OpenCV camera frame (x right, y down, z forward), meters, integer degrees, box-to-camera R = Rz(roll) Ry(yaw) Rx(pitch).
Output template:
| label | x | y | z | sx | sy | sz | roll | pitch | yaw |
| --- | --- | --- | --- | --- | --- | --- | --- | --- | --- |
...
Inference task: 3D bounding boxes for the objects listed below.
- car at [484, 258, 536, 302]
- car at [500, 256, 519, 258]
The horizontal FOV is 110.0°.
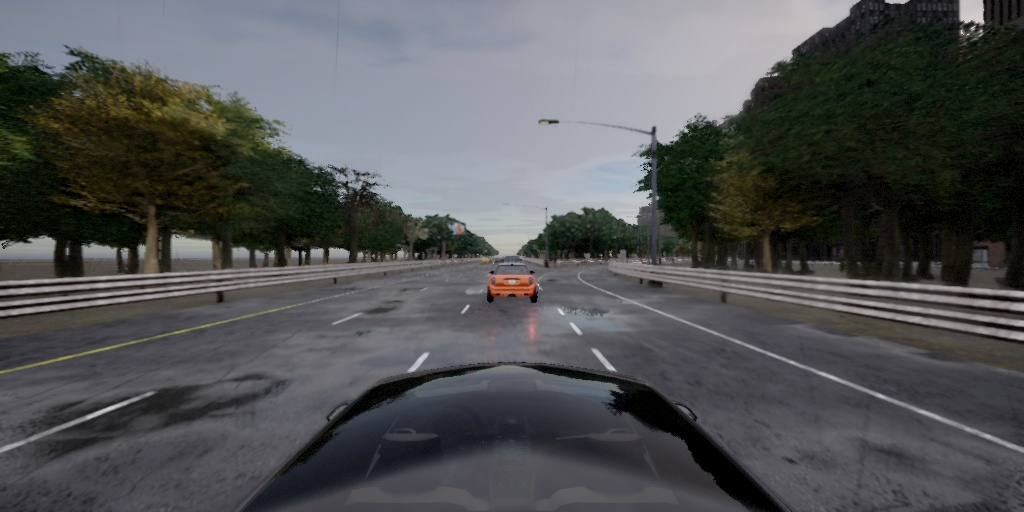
| label | x | y | z | sx | sy | sz | roll | pitch | yaw |
| --- | --- | --- | --- | --- | --- | --- | --- | --- | --- |
| car | 0.003 | 1.102 | 17.183 | 2.097 | 1.767 | 4.553 | 0 | 0 | 0 |
| car | 0.003 | 0.972 | 43.381 | 2.150 | 2.045 | 5.566 | 0 | 0 | 0 |
